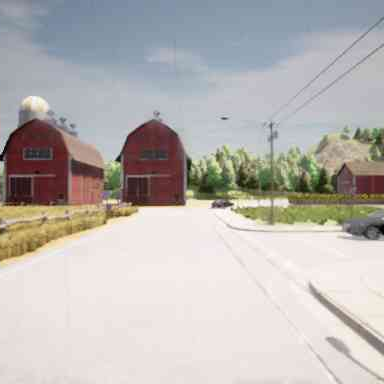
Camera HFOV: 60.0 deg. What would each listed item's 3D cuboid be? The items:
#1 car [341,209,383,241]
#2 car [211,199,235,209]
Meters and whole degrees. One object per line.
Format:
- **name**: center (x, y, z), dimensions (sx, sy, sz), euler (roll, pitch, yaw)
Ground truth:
- **car**: center (10.191, 1.601, 16.940), dimensions (4.902, 1.511, 2.128), euler (0, 0, -1)
- **car**: center (4.932, 1.869, 52.584), dimensions (1.812, 1.442, 4.674), euler (-1, 0, 42)
